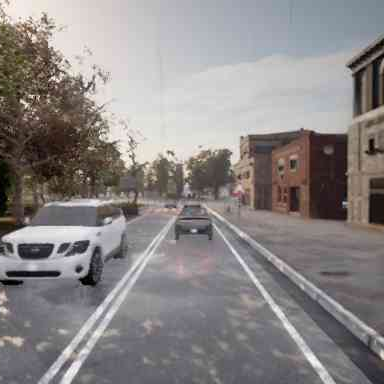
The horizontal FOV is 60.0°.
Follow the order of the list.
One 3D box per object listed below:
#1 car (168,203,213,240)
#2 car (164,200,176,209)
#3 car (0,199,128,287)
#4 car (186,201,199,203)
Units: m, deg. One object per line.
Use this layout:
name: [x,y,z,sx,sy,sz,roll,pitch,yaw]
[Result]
car: [0.084,1.563,17.542,2.128,1.511,4.902,0,0,0]
car: [-3.443,1.975,53.819,2.033,1.411,5.357,0,-1,0]
car: [-3.355,1.245,9.760,2.150,2.045,5.566,0,0,0]
car: [0.037,1.726,35.798,1.882,1.535,5.008,0,-1,0]
